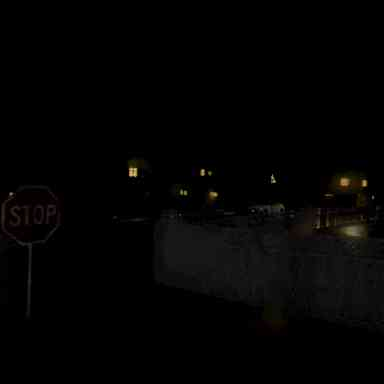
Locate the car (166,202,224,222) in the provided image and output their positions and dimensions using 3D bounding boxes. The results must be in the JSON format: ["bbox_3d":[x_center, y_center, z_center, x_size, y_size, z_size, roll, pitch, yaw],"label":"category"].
[{"bbox_3d":[0.402,1.510,26.191,2.033,1.411,5.357,4,2,41],"label":"car"}]

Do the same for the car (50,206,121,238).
[{"bbox_3d":[-6.343,1.475,17.868,2.033,1.411,5.357,4,2,37],"label":"car"}]

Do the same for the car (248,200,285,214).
[{"bbox_3d":[7.604,1.567,33.606,4.674,1.442,1.812,1,2,-43],"label":"car"}]
